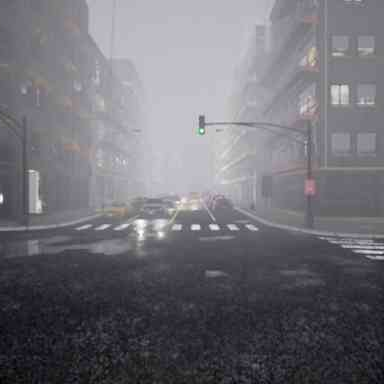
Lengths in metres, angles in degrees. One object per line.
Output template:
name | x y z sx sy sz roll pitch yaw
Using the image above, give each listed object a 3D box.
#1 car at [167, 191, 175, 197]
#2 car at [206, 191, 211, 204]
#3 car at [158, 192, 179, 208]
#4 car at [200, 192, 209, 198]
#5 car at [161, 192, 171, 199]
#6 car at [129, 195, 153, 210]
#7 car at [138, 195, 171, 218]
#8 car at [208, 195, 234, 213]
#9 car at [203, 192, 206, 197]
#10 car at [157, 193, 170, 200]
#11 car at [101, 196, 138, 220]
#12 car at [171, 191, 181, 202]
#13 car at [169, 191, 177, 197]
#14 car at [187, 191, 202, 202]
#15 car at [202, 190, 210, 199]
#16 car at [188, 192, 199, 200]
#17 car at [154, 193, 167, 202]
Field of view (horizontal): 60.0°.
car | -5.328 0.553 85.987 1.752 1.417 4.829 1 1 0
car | 2.849 1.024 36.400 1.967 1.590 4.097 1 1 0
car | -2.932 1.105 38.681 2.033 1.411 5.357 0 1 0
car | 3.031 0.654 80.586 1.947 1.339 4.313 1 1 0
car | -5.396 0.754 69.589 1.887 1.381 4.507 1 1 0
car | -5.533 1.127 36.450 1.887 1.381 4.507 1 1 0
car | -2.982 1.220 26.564 1.812 1.442 4.674 0 1 0
car | 2.825 1.191 30.878 1.887 1.381 4.507 1 1 0
car | 2.893 1.041 47.448 1.802 1.307 4.206 1 1 0
car | -5.419 0.822 64.066 2.008 1.369 4.403 1 1 0
car | -5.579 1.235 25.234 1.752 1.417 4.829 1 1 0
car | -2.836 0.954 53.548 1.994 1.385 4.181 0 1 1
car | -5.304 0.515 91.680 2.008 1.369 4.403 1 1 0
car | 0.237 0.702 57.116 2.097 1.767 4.553 0 1 0
car | 2.987 0.526 69.538 2.192 1.841 5.009 1 1 0
car | 0.278 0.785 67.154 2.033 1.411 5.357 0 1 0
car | -5.442 0.860 58.372 1.752 1.417 4.829 1 1 0
